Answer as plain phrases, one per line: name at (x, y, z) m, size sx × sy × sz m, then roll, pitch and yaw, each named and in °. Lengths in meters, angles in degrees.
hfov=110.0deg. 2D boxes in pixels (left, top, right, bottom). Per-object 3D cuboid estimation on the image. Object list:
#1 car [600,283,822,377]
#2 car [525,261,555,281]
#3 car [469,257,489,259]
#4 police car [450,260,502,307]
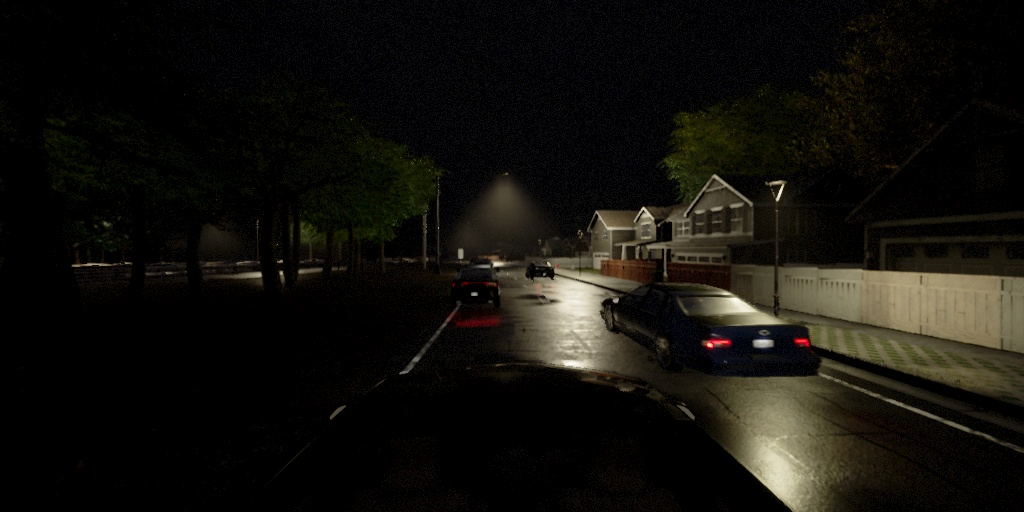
car at (3.464, 1.288, 7.605) m, size 2.033 × 1.411 × 5.357 m, roll 0°, pitch 0°, yaw -2°
car at (2.214, 1.164, 29.196) m, size 2.128 × 1.511 × 4.902 m, roll 0°, pitch 0°, yaw -5°
car at (-2.588, 1.020, 31.238) m, size 2.097 × 1.767 × 4.553 m, roll 0°, pitch 0°, yaw -5°
police car at (-1.467, 1.152, 15.388) m, size 1.930 × 1.638 × 5.238 m, roll 0°, pitch 0°, yaw -3°
